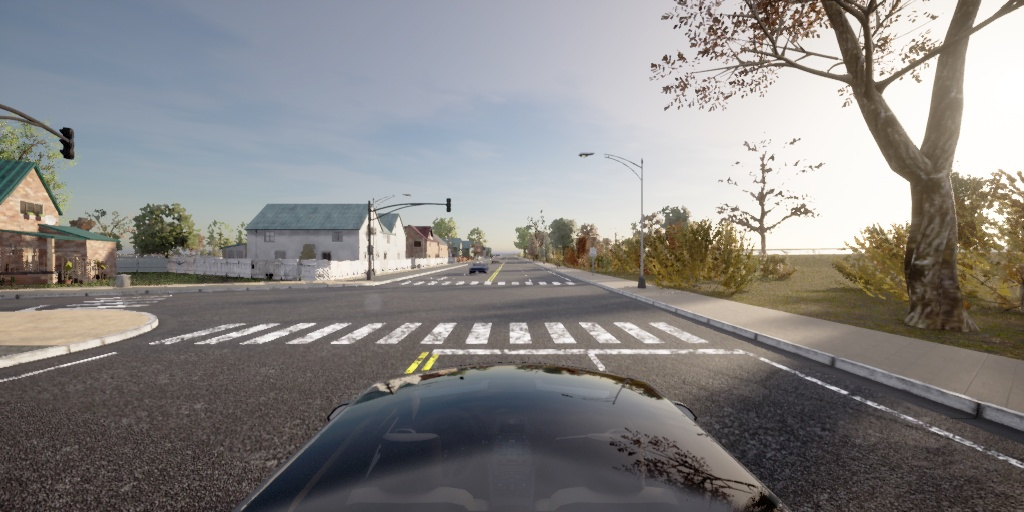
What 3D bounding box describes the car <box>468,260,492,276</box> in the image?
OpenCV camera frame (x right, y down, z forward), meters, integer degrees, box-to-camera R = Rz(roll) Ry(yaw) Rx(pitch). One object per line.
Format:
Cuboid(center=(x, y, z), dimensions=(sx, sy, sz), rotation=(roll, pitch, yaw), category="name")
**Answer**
Cuboid(center=(-3.453, 1.334, 37.642), dimensions=(1.895, 1.301, 4.718), rotation=(0, 0, 0), category="car")
